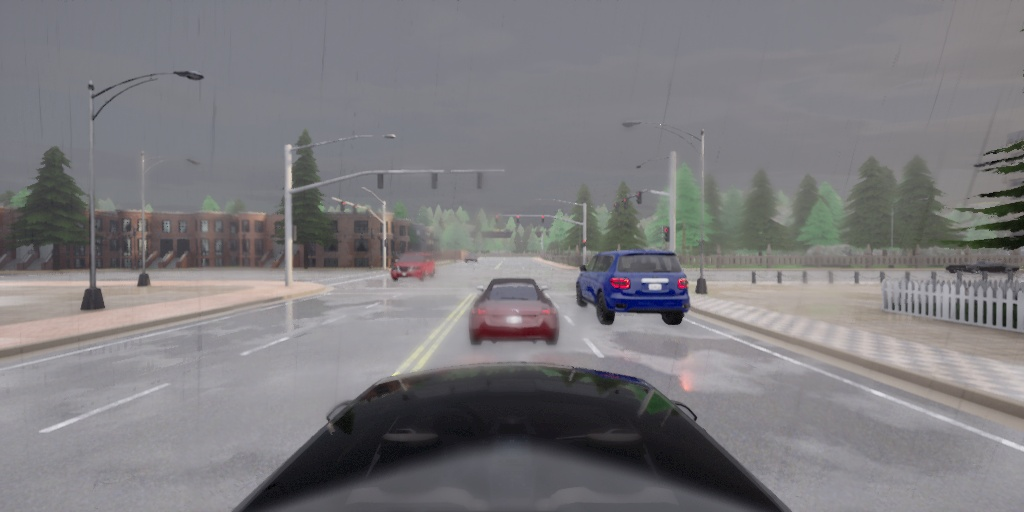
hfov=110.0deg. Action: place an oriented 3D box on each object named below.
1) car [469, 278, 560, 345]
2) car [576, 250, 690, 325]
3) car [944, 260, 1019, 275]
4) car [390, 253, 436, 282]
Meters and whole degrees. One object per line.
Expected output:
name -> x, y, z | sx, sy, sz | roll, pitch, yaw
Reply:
car -> 0.029, 1.241, 9.242 | 1.994, 1.385, 4.181 | 0, 1, -1
car -> 3.526, 0.871, 11.493 | 2.150, 2.045, 5.566 | 0, 0, 0
car -> 43.214, 1.056, 33.068 | 4.718, 1.301, 1.895 | 0, 1, 0
car -> -7.139, 0.812, 26.511 | 2.150, 2.045, 5.566 | 0, 0, 0
